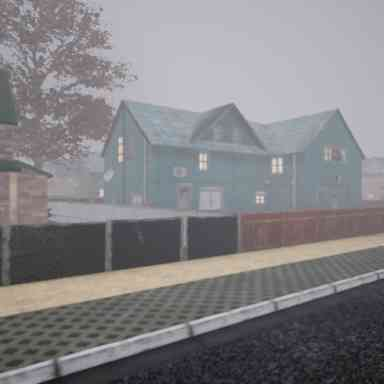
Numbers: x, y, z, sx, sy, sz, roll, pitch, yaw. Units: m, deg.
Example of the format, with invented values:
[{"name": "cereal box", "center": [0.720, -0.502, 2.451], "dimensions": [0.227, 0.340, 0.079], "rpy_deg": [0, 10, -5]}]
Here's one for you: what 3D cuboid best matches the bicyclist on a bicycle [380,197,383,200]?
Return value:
[{"name": "bicyclist on a bicycle", "center": [23.593, 1.380, 41.150], "dimensions": [1.656, 1.620, 0.582], "rpy_deg": [0, 0, -36]}]
